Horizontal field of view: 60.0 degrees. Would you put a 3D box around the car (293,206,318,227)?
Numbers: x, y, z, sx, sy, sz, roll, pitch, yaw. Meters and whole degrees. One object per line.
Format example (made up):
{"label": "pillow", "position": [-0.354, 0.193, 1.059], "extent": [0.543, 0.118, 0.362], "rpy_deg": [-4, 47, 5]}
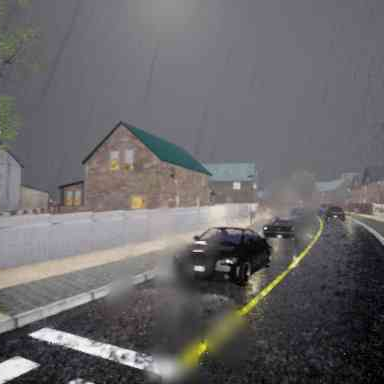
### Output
{"label": "car", "position": [9.357, 2.100, 28.325], "extent": [2.128, 1.511, 4.902], "rpy_deg": [0, -1, 22]}

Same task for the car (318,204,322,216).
{"label": "car", "position": [19.007, 2.442, 47.331], "extent": [2.097, 1.767, 4.553], "rpy_deg": [0, -2, 17]}

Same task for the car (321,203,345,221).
{"label": "car", "position": [15.394, 2.312, 36.103], "extent": [1.837, 1.490, 4.892], "rpy_deg": [0, -1, 19]}

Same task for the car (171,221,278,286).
{"label": "car", "position": [1.075, 1.769, 10.101], "extent": [1.994, 1.385, 4.181], "rpy_deg": [-1, -1, 27]}

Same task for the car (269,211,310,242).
{"label": "car", "position": [5.379, 2.001, 19.014], "extent": [1.895, 1.301, 4.718], "rpy_deg": [-1, -1, 24]}
